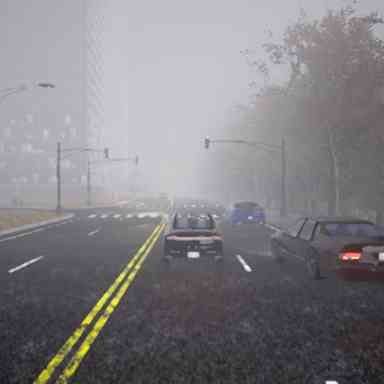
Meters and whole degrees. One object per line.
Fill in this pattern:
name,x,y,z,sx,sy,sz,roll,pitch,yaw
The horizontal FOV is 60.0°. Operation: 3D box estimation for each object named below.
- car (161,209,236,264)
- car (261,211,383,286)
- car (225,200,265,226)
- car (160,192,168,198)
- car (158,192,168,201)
car,0.018,1.408,11.335,2.128,1.511,4.902,0,1,-1
car,3.429,1.308,8.412,2.033,1.411,5.357,0,-3,-1
car,3.079,1.243,20.033,1.882,1.535,5.008,-3,-1,0
car,-6.806,0.698,80.558,1.882,1.535,5.008,0,1,-5
car,-5.602,0.930,65.104,2.033,1.411,5.357,0,1,-4
